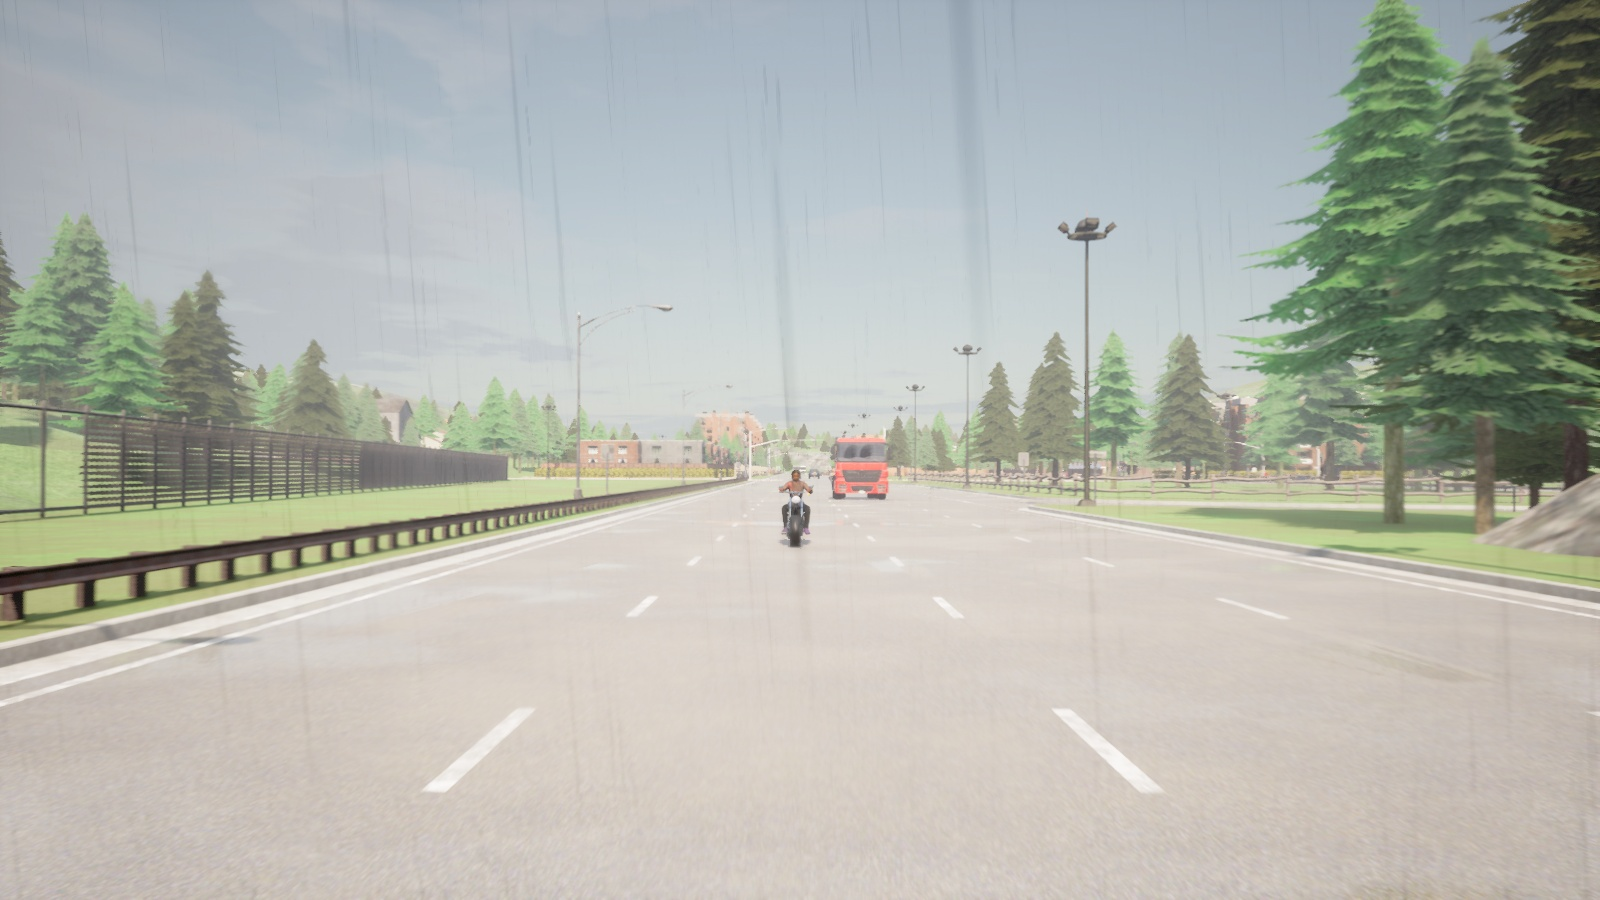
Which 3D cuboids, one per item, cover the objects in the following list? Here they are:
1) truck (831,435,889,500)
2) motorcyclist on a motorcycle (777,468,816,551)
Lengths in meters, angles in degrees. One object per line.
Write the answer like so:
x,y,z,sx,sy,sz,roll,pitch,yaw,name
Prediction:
3.289,1.002,70.897,2.891,3.462,7.936,0,-1,0,truck
-0.077,1.202,26.190,0.766,1.649,2.350,0,-1,0,motorcyclist on a motorcycle
